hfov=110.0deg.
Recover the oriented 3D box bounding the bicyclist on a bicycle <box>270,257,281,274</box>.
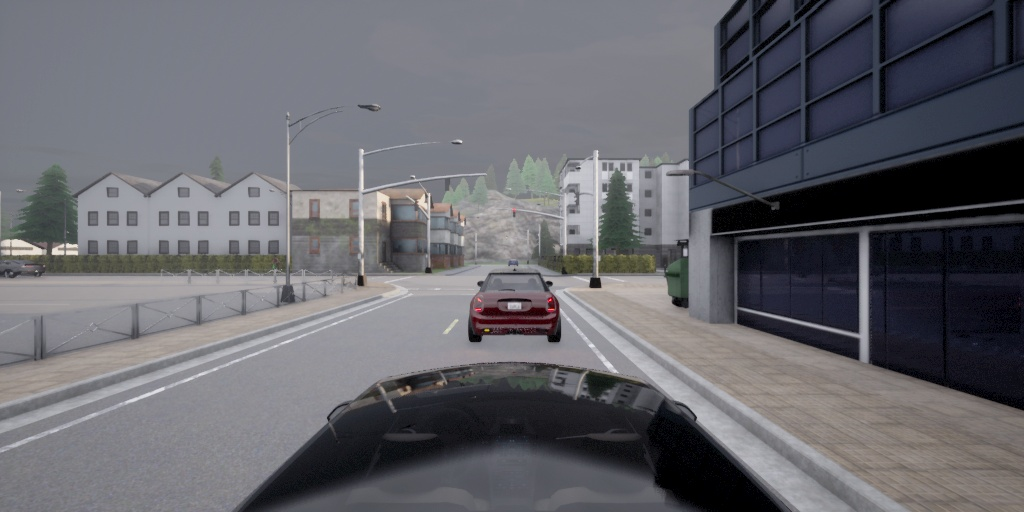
[{"bbox_3d":[-22.221,0.873,33.725,0.582,1.620,1.656,0,0,0],"label":"bicyclist on a bicycle"}]

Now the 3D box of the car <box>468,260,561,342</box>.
[{"bbox_3d":[0.082,1.102,9.889,2.097,1.767,4.553,0,0,1],"label":"car"}]

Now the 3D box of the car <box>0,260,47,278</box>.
[{"bbox_3d":[-42.111,1.064,29.968,4.902,1.511,2.128,0,0,0],"label":"car"}]
